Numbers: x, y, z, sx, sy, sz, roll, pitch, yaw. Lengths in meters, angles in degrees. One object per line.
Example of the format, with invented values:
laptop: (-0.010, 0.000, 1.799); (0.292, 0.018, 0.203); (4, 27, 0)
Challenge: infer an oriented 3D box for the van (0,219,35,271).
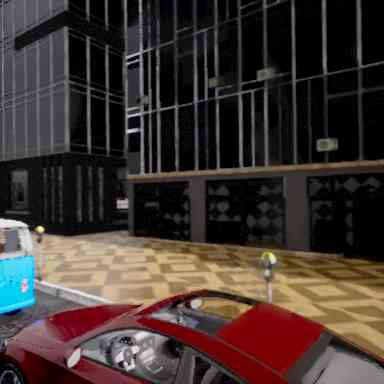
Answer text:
van: (-4.599, 1.315, 6.174); (3.998, 1.788, 1.690); (0, -1, 36)

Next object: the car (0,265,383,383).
car: (-0.062, 1.576, 2.934); (4.206, 1.307, 1.802); (0, -1, 36)
